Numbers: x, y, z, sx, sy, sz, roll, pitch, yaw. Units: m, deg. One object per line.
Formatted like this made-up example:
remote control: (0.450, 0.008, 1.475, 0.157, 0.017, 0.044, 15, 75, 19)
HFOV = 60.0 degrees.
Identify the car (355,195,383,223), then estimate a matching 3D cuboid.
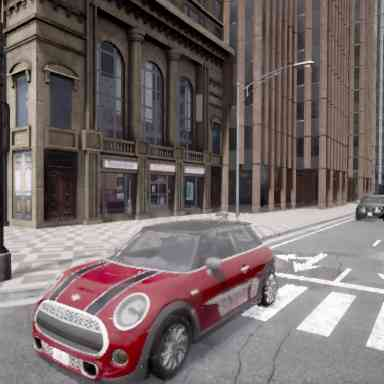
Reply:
car: (14.585, 1.267, 26.519, 2.150, 2.045, 5.566, 1, 1, 35)

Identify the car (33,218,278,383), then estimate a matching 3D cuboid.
car: (-0.232, 1.331, 5.727, 2.097, 1.767, 4.553, 1, 0, 35)
